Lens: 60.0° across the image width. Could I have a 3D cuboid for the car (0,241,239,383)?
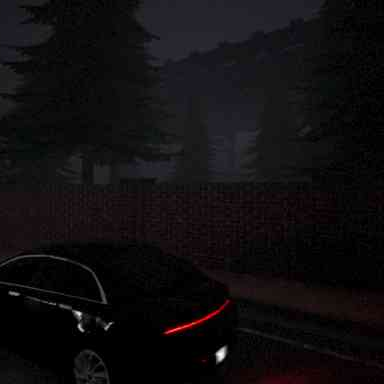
[{"bbox_3d":[-1.729,1.490,4.884,4.892,1.490,1.837,0,0,32],"label":"car"}]
